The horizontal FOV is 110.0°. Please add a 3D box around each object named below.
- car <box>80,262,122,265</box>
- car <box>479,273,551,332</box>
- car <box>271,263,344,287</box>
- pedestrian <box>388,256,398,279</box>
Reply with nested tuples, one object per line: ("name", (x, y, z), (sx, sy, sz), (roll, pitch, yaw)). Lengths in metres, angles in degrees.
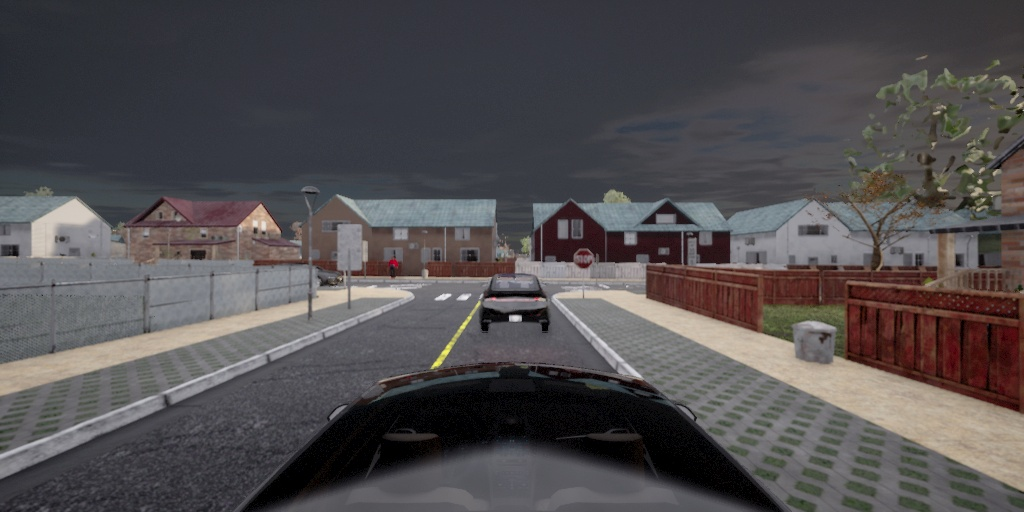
("car", (-26.159, 1.118, 22.904), (5.357, 1.411, 2.033), (1, 0, 1))
("car", (0.075, 1.272, 10.944), (2.128, 1.511, 4.902), (0, 0, 0))
("car", (-13.162, 1.206, 22.598), (4.892, 1.490, 1.837), (1, 0, 3))
("pedestrian", (-9.432, 0.891, 28.440), (0.375, 1.860, 0.375), (0, -1, 1))
